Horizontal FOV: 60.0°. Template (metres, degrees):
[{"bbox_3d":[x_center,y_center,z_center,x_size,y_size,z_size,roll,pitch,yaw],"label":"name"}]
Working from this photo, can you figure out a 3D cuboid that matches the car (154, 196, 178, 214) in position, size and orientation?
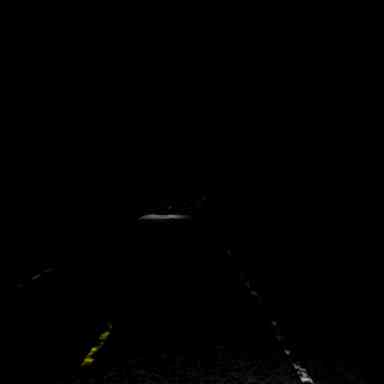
[{"bbox_3d":[-2.859,1.488,35.311,1.882,1.535,5.008,0,0,0],"label":"car"}]

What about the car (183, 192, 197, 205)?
[{"bbox_3d":[-0.022,1.363,59.705,2.097,1.767,4.553,0,0,0],"label":"car"}]

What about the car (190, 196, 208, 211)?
[{"bbox_3d":[0.946,1.537,41.537,1.812,1.442,4.674,0,0,0],"label":"car"}]

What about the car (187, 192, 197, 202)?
[{"bbox_3d":[-0.027,1.071,73.693,2.150,2.045,5.566,0,0,0],"label":"car"}]

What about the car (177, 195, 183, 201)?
[{"bbox_3d":[-2.780,1.452,76.830,1.882,1.535,5.008,0,0,0],"label":"car"}]
